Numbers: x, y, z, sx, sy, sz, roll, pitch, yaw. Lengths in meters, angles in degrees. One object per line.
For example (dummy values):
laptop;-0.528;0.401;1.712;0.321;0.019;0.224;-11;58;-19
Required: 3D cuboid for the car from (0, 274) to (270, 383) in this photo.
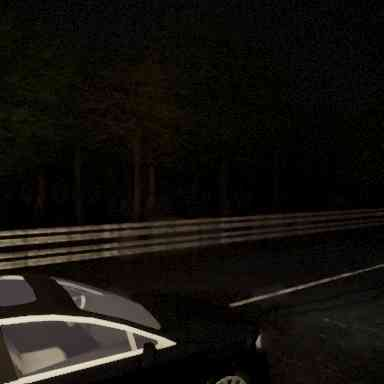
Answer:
car;-1.438;1.491;2.720;4.902;1.511;2.128;0;0;-36
